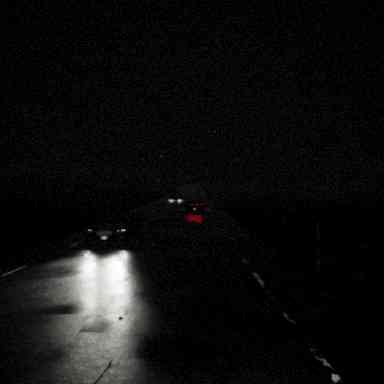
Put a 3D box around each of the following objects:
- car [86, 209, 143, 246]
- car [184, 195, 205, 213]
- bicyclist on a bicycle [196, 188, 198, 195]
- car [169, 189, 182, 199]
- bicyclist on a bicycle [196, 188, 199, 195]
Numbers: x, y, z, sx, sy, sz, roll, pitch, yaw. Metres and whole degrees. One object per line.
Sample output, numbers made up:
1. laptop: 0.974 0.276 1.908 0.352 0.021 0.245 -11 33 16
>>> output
1. car: -3.523 1.568 15.794 2.128 1.511 4.902 0 0 0
2. car: 0.264 1.332 34.109 1.837 1.490 4.892 0 1 0
3. bicyclist on a bicycle: 1.392 -0.148 87.075 0.582 1.620 1.656 0 2 0
4. car: -3.190 0.413 65.430 2.150 2.045 5.566 0 2 1
5. bicyclist on a bicycle: 1.347 0.198 78.081 0.582 1.620 1.656 0 2 0
